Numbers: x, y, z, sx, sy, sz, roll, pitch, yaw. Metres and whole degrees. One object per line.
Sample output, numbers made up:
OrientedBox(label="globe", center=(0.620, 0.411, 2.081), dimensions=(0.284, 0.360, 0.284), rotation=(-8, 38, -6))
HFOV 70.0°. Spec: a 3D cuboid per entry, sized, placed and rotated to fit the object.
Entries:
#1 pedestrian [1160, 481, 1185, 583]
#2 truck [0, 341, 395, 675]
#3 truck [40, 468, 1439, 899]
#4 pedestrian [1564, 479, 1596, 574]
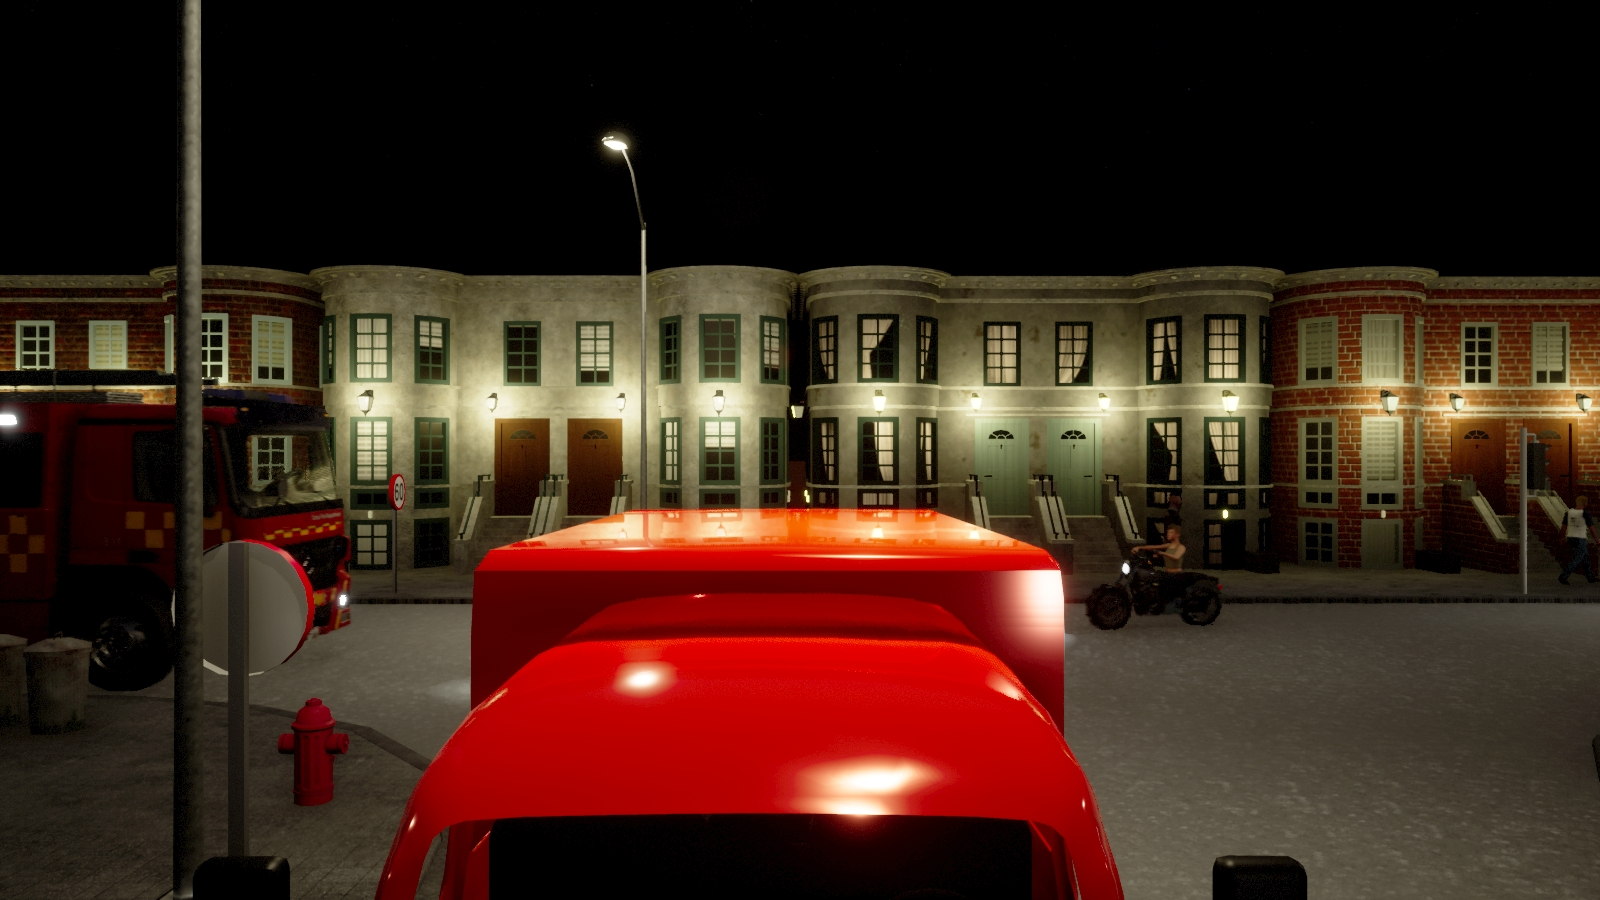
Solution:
OrientedBox(label="pedestrian", center=(6.970, 1.525, 21.367), dimensions=(0.375, 1.860, 0.375), rotation=(0, 0, 7))
OrientedBox(label="truck", center=(-9.907, 0.672, 14.568), dimensions=(8.468, 3.827, 2.891), rotation=(0, 0, 1))
OrientedBox(label="truck", center=(-0.117, 1.348, 4.748), dimensions=(2.627, 2.467, 5.204), rotation=(0, 0, 0))
OrientedBox(label="pedestrian", center=(15.603, 1.524, 22.846), dimensions=(0.375, 1.860, 0.375), rotation=(0, 0, -10))
